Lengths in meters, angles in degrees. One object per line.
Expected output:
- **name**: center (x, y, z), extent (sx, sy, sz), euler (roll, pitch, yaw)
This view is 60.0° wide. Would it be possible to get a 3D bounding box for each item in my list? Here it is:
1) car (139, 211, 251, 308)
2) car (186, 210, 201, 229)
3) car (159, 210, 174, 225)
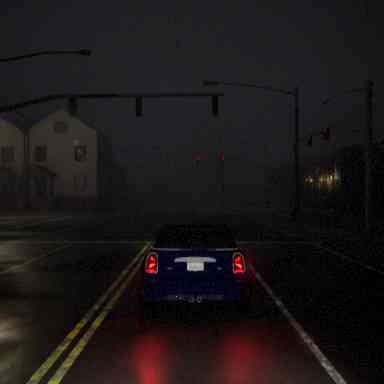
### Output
- **car**: center (0.075, 1.351, 8.068), extent (2.097, 1.767, 4.553), euler (0, 0, 0)
- **car**: center (0.160, 4.237, 50.722), extent (2.150, 2.045, 5.566), euler (0, -13, 0)
- **car**: center (-3.576, 3.666, 46.683), extent (1.812, 1.442, 4.674), euler (-1, -13, -1)
